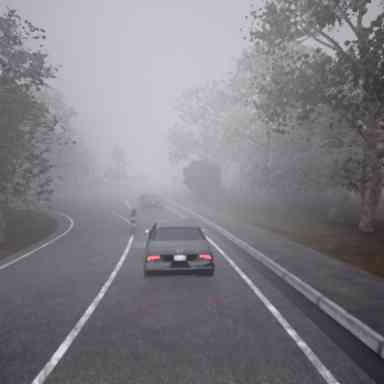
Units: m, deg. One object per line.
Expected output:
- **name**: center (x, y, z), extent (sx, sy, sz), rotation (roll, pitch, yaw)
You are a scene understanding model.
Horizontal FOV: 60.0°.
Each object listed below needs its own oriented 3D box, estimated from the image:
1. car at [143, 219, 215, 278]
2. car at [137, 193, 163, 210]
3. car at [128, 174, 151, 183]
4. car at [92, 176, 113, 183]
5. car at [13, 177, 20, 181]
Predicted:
- **car**: center (-0.485, 1.541, 10.200), extent (2.033, 1.411, 5.357), rotation (0, 1, -5)
- **car**: center (-3.837, 0.785, 30.176), extent (2.033, 1.411, 5.357), rotation (-1, 4, -14)
- **car**: center (-12.208, -3.229, 77.821), extent (5.566, 2.045, 2.150), rotation (2, 5, 27)
- **car**: center (-20.663, -2.974, 76.918), extent (4.553, 1.767, 2.097), rotation (0, 4, 0)
- **car**: center (-36.251, -2.765, 70.039), extent (1.882, 1.535, 5.008), rotation (3, 5, 38)
